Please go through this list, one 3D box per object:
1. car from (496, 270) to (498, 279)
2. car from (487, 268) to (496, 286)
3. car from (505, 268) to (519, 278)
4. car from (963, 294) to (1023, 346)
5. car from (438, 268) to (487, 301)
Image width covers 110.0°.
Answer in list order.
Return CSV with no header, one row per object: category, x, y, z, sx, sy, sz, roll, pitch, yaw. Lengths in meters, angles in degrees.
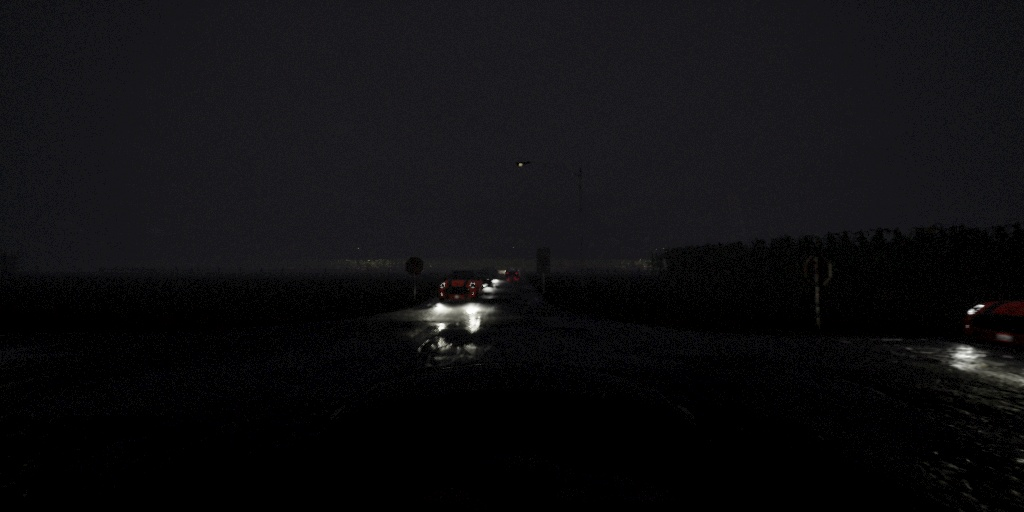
car,-2.830,2.343,48.273,2.128,1.511,4.902,0,-1,0
car,-2.851,2.041,34.191,1.837,1.490,4.892,0,-1,0
car,-0.005,2.522,52.281,1.895,1.301,4.718,0,-1,0
car,14.043,1.382,8.635,4.553,1.767,2.097,0,-2,0
car,-2.855,1.584,20.790,2.097,1.767,4.553,0,-1,0
